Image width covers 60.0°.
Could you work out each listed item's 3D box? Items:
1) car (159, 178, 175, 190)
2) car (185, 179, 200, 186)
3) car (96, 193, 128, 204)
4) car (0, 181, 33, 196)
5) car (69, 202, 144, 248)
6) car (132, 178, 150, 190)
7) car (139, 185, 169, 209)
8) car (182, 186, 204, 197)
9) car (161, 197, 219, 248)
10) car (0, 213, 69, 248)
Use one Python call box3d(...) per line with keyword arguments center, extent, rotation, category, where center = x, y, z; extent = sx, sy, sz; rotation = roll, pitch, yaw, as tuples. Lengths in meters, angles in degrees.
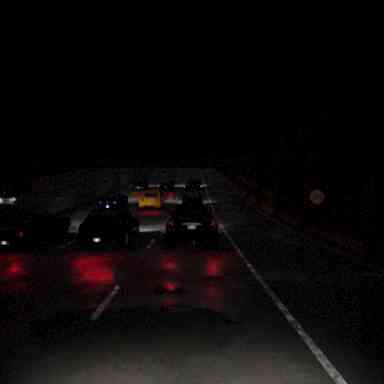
box3d(center=(-3.365, -1.111, 44.739), extent=(1.812, 1.442, 4.674), rotation=(0, 7, 0), category="car")
box3d(center=(0.135, -1.076, 44.725), extent=(1.994, 1.385, 4.181), rotation=(0, 7, 0), category="car")
box3d(center=(-6.947, 0.707, 29.620), extent=(1.895, 1.301, 4.718), rotation=(0, 5, 0), category="car")
box3d(center=(-20.893, -0.458, 39.727), extent=(2.128, 1.511, 4.902), rotation=(0, 7, 0), category="car")
box3d(center=(-3.501, 1.447, 14.633), extent=(1.837, 1.490, 4.892), rotation=(0, 1, 0), category="car")
box3d(center=(-6.865, -1.123, 44.759), extent=(1.837, 1.490, 4.892), rotation=(0, 7, 0), category="car")
box3d(center=(-3.447, 0.574, 29.560), extent=(1.882, 1.535, 5.008), rotation=(0, 5, 0), category="car")
box3d(center=(0.053, 0.618, 29.544), extent=(1.812, 1.442, 4.674), rotation=(0, 5, 0), category="car")
box3d(center=(-0.001, 1.293, 14.600), extent=(2.097, 1.767, 4.553), rotation=(0, 1, 0), category="car")
box3d(center=(-7.001, 1.552, 14.665), extent=(1.895, 1.301, 4.718), rotation=(0, 1, 0), category="car")
